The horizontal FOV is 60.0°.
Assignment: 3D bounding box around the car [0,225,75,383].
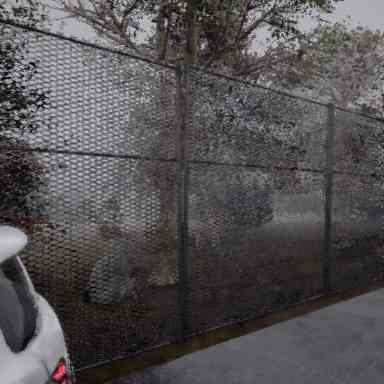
[{"bbox_3d":[-3.184,1.216,0.856,5.566,2.045,2.150,0,0,-36],"label":"car"}]
